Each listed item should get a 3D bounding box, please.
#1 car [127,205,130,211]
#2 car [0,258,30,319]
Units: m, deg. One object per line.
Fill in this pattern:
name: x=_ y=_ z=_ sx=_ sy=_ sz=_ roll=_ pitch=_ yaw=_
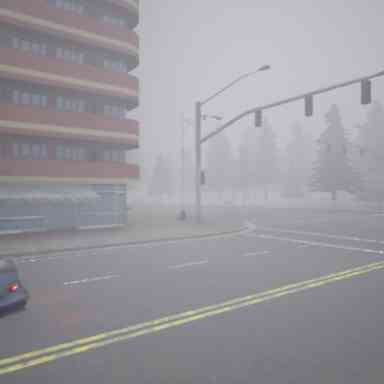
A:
car: x=-8.784 y=1.522 z=35.886 sx=4.181 sy=1.385 sz=1.994 roll=1 pitch=0 yaw=23
car: x=-5.244 y=1.555 z=4.531 sx=5.357 sy=1.411 sz=2.033 roll=0 pitch=0 yaw=-35
